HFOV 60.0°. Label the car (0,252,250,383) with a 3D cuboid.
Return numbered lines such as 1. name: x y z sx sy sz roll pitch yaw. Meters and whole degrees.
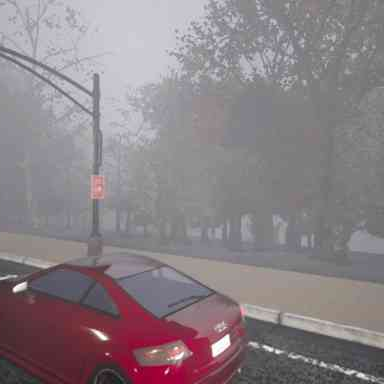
1. car: -1.333 1.571 4.628 4.181 1.385 1.994 0 0 35
